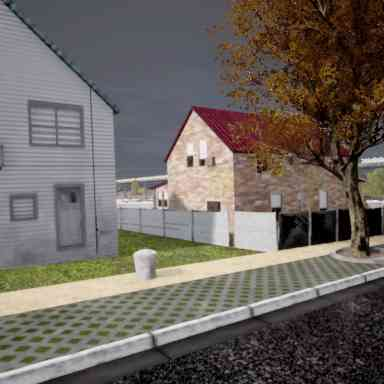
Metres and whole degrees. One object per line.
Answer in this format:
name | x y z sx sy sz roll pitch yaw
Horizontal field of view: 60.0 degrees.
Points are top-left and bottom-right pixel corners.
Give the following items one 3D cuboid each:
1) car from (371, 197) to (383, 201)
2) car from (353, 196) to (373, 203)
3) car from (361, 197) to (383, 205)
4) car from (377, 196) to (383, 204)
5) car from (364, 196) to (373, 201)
car | 28.459 1.837 48.245 1.812 1.442 4.674 -2 0 1
car | 38.507 1.573 74.956 1.837 1.490 4.892 -2 0 0
car | 35.180 1.729 64.561 2.128 1.511 4.902 -2 0 0
car | 38.426 1.614 64.529 2.128 1.511 4.902 -2 0 0
car | 31.883 1.886 60.123 1.895 1.301 4.718 -2 0 1
